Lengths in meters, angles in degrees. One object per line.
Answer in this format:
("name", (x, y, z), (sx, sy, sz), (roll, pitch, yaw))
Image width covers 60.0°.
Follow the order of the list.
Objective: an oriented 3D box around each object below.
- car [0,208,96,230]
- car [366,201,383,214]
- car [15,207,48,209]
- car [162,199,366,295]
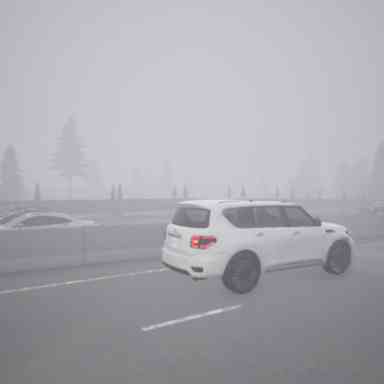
("car", (-5.901, 1.485, 12.442), (4.674, 1.442, 1.812), (0, 0, -33))
("car", (18.082, 1.558, 31.329), (5.008, 1.535, 1.882), (0, 0, -17))
("car", (-7.779, 1.440, 15.382), (4.902, 1.511, 2.128), (0, 0, -33))
("car", (1.914, 1.213, 8.907), (5.566, 2.045, 2.150), (0, 0, -31))
